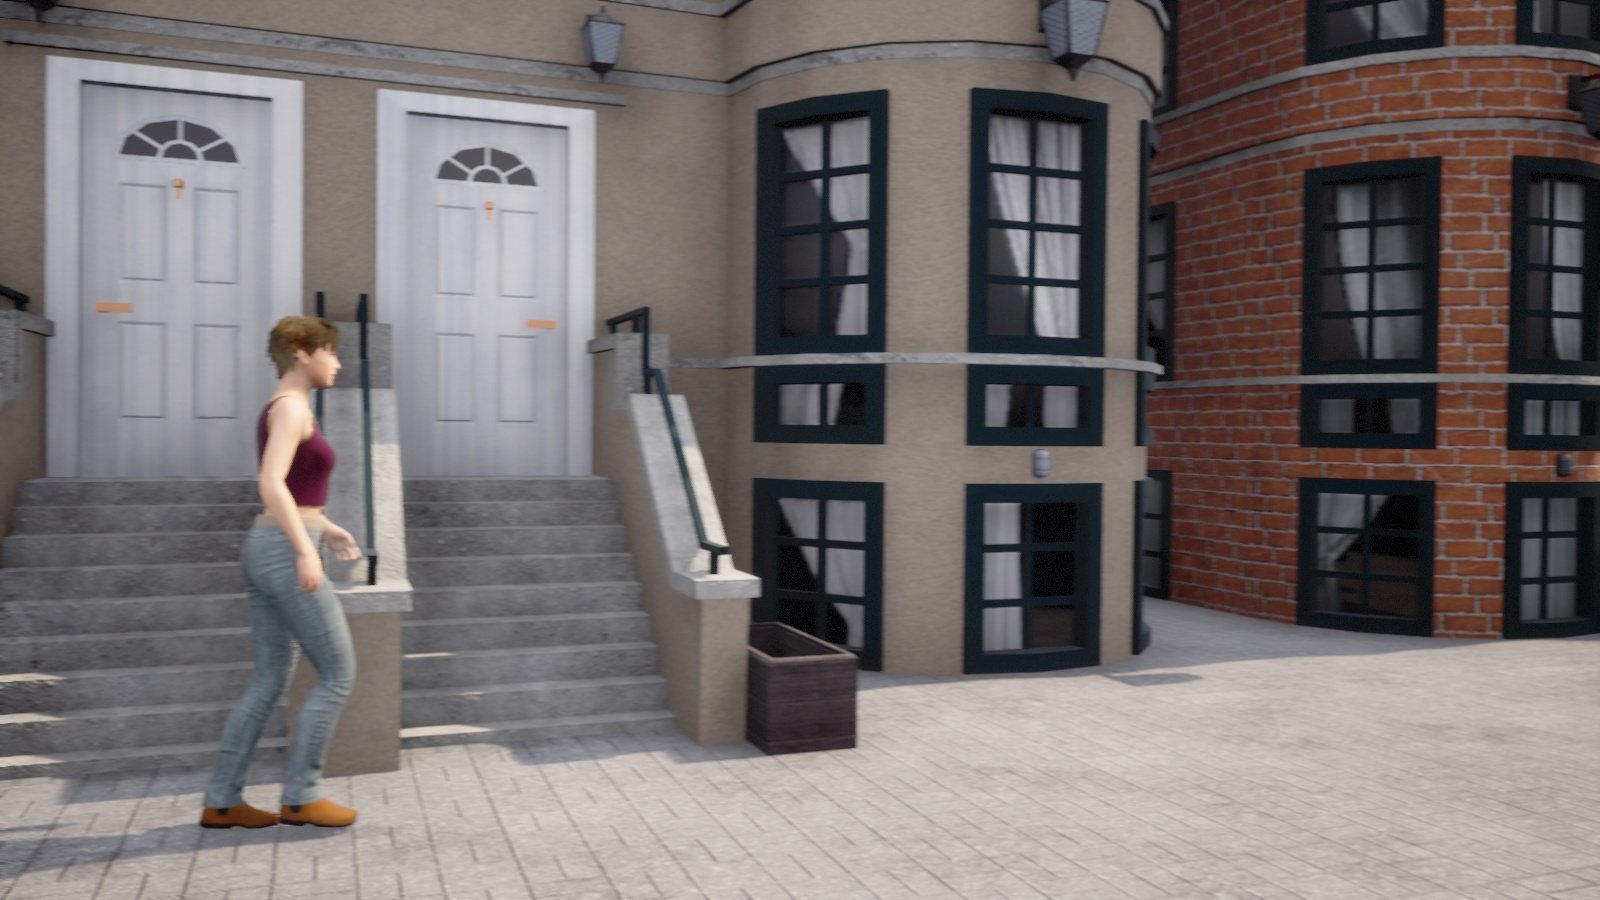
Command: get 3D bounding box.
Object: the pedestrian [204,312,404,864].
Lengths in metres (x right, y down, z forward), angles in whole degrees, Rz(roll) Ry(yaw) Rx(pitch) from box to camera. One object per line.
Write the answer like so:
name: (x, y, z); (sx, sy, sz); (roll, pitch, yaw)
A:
pedestrian: (-1.762, 0.454, 4.464); (0.594, 1.836, 0.345); (-1, 1, -29)
